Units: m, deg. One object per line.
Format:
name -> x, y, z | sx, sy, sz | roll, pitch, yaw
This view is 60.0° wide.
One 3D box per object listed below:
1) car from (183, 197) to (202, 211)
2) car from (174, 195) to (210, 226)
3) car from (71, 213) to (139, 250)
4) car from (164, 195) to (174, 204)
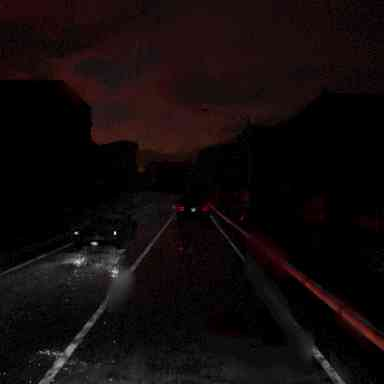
car -> 0.058, 1.441, 41.002 | 2.128, 1.511, 4.902 | 0, 1, 0
car -> 0.084, 1.245, 23.557 | 2.150, 2.045, 5.566 | 0, 0, 0
car -> -3.602, 1.618, 14.553 | 1.895, 1.301, 4.718 | 0, 0, 0
car -> -3.618, 1.225, 56.567 | 1.882, 1.535, 5.008 | 0, 1, 0
